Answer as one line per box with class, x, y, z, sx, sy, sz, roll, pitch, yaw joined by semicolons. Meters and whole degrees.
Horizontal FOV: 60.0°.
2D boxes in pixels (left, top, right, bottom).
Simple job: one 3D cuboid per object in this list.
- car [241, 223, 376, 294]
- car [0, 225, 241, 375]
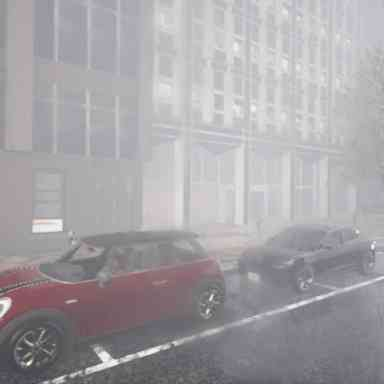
car;3.182;1.549;8.817;4.313;1.339;1.947;0;1;-35
car;-1.422;1.436;5.530;4.097;1.590;1.967;0;1;-35
